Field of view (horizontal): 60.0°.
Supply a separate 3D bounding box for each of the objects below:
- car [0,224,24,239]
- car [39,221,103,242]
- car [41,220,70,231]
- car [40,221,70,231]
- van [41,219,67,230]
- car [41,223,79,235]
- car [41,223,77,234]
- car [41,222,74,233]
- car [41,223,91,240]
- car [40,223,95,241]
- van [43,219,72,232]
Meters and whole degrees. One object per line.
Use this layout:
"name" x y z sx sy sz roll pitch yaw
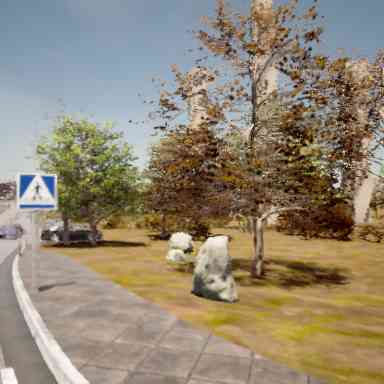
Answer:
"car" -20.096 4.390 36.568 2.033 1.411 5.357 1 -5 -24
"car" -9.867 3.390 27.429 4.892 1.521 2.231 1 -5 -24
"car" -23.576 5.799 57.554 4.553 1.767 2.185 1 -4 -24
"car" -24.635 6.103 59.943 4.892 1.521 2.231 1 -4 -24
"van" -25.877 6.058 62.418 4.442 1.987 1.878 1 -4 -24
"car" -17.814 4.962 44.929 4.674 1.452 2.002 1 -5 -24
"car" -18.945 5.168 47.432 4.674 1.452 2.002 1 -5 -24
"car" -21.193 5.558 52.448 4.792 1.488 2.163 1 -4 -24
"car" -13.238 4.096 34.936 4.792 1.488 2.163 1 -5 -24
"car" -12.126 3.843 32.432 4.892 1.521 2.231 1 -5 -24
"van" -22.253 5.500 55.002 4.442 1.987 1.878 1 -4 -24
